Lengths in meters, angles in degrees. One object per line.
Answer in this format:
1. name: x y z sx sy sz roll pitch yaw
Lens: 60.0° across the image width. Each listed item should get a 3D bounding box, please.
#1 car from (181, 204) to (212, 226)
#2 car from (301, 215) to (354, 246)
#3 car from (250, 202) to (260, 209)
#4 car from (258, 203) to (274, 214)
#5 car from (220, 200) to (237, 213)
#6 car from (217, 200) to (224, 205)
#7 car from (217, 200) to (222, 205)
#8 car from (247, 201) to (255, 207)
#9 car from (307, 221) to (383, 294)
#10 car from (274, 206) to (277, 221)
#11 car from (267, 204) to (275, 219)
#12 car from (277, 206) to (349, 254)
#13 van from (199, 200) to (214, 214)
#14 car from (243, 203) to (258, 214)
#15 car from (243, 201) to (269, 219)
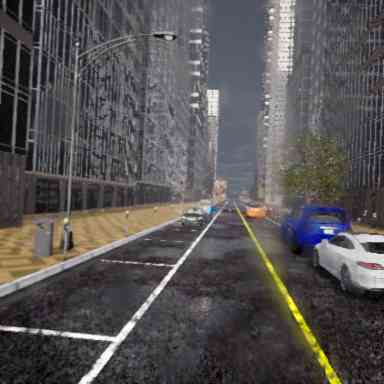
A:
1. car: 0.213 1.858 26.310 2.008 1.369 4.403 3 -1 7
2. car: 7.861 2.187 19.671 1.802 1.307 4.206 3 -1 7
3. car: 14.501 3.034 76.201 1.887 1.381 4.507 3 -1 7
4. car: 11.850 2.587 53.590 1.967 1.590 4.097 3 -1 7
5. car: 5.786 2.373 50.740 2.033 1.411 5.357 3 -1 7
6. car: 8.179 2.924 94.149 1.802 1.307 4.206 3 0 7
7. car: 7.516 2.805 88.496 1.887 1.381 4.507 3 0 7
8. car: 16.492 3.300 93.160 1.947 1.339 4.313 3 0 7
9. car: 4.871 1.871 9.512 1.812 1.442 4.674 3 -1 7
10. car: 9.190 2.344 30.977 2.008 1.369 4.403 3 -1 7
11. car: 9.854 2.434 36.630 2.008 1.369 4.403 3 -1 7
12. car: 5.588 1.673 15.503 2.150 2.045 5.566 3 -1 7
13. van: 1.551 1.832 37.619 1.690 1.788 3.998 3 -1 7
14. car: 8.729 2.487 50.096 1.812 1.442 4.674 3 -1 7
15. car: 7.493 2.146 39.180 2.097 1.767 4.553 3 -1 7
